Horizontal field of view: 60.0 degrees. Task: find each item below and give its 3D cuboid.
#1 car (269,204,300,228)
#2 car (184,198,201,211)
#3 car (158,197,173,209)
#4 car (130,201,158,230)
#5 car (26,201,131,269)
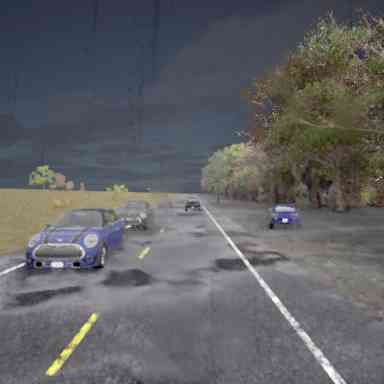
[{"bbox_3d":[6.122,1.520,22.021,1.812,1.442,4.674,0,0,14],"label":"car"},{"bbox_3d":[0.088,1.523,41.030,1.837,1.490,4.892,0,0,0],"label":"car"},{"bbox_3d":[-3.589,1.525,45.439,1.837,1.490,4.892,0,-1,0],"label":"car"},{"bbox_3d":[-3.604,1.362,21.158,2.097,1.767,4.553,0,0,0],"label":"car"},{"bbox_3d":[-3.602,1.358,11.151,2.097,1.767,4.553,0,0,0],"label":"car"}]
